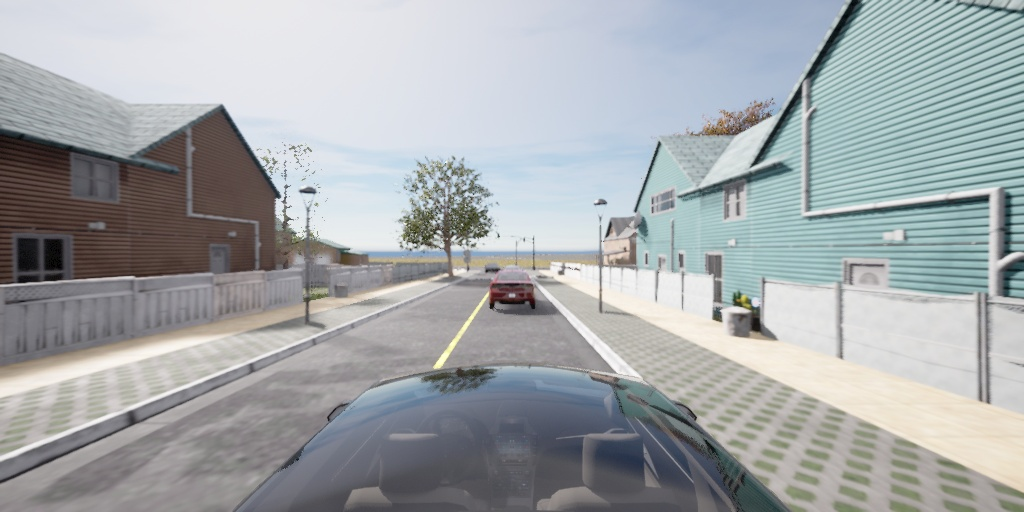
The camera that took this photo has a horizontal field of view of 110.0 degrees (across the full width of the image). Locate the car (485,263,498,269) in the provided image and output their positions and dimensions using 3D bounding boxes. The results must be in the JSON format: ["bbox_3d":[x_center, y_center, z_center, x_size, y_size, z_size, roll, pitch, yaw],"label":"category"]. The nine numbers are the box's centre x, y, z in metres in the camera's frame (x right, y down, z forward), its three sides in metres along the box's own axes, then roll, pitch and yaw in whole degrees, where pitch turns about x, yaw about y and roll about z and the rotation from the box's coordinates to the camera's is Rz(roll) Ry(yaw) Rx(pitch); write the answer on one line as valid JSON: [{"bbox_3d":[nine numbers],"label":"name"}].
[{"bbox_3d":[-2.782,1.680,50.664,1.882,1.535,5.008,0,-1,0],"label":"car"}]

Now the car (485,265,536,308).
[{"bbox_3d":[0.026,1.365,16.079,1.882,1.535,5.008,0,0,0],"label":"car"}]
